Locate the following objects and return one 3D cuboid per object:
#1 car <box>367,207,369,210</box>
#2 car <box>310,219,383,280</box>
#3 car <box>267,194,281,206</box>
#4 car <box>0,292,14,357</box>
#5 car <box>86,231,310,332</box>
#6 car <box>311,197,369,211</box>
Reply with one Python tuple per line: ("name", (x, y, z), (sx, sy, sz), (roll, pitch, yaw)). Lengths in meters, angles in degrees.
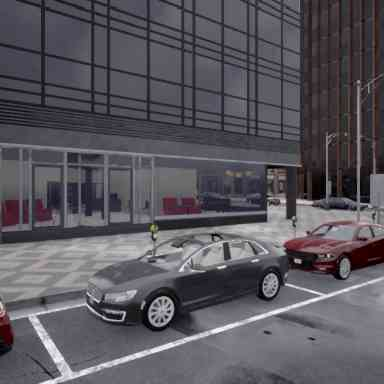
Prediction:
("car", (9.005, 1.441, 13.084), (4.097, 1.590, 1.967), (0, 0, -36))
("car", (4.564, 1.545, 9.912), (4.507, 1.381, 1.887), (0, 0, -36))
("car", (9.002, 0.961, 42.156), (1.837, 1.490, 4.892), (0, 1, -36))
("car", (-4.318, 1.440, 3.570), (4.097, 1.590, 1.967), (0, 0, -36))
("car", (0.123, 1.551, 6.741), (4.403, 1.369, 2.008), (0, 0, -36))
("car", (14.933, 1.203, 33.792), (2.033, 1.411, 5.357), (0, 1, -41))
